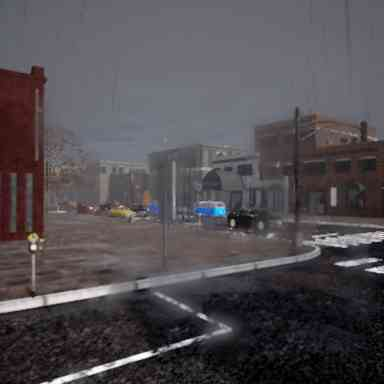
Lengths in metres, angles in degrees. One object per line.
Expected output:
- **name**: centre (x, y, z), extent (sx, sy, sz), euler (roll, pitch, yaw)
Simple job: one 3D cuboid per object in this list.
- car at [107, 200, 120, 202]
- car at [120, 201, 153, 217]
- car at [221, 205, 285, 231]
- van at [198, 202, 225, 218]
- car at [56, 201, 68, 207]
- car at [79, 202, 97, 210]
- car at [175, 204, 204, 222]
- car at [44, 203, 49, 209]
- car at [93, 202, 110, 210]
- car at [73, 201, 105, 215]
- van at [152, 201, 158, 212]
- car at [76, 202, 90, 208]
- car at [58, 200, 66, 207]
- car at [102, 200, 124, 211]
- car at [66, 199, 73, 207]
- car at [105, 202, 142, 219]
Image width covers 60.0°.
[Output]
- **car**: centre (-13.997, 2.484, 55.979), extent (1.882, 1.535, 5.008), euler (0, -1, -36)
- **car**: centre (-7.083, 2.272, 41.114), extent (1.837, 1.490, 4.892), euler (0, -1, -36)
- **car**: centre (4.683, 1.991, 24.995), extent (1.837, 1.490, 4.892), euler (0, -1, -36)
- **van**: centre (2.107, 2.023, 38.313), extent (1.690, 1.788, 3.998), euler (-1, 0, -36)
- **car**: centre (-34.624, 3.113, 88.572), extent (2.008, 1.369, 4.403), euler (-1, 0, -36)
- **car**: centre (-20.145, 2.718, 64.392), extent (1.994, 1.385, 4.181), euler (0, -1, -36)
- **car**: centre (-1.147, 2.190, 32.991), extent (1.994, 1.385, 4.181), euler (0, -1, -35)
- **car**: centre (-31.270, 2.812, 69.837), extent (1.752, 1.417, 4.829), euler (-1, 0, -36)
- **car**: centre (-17.925, 2.743, 65.726), extent (1.802, 1.307, 4.206), euler (-1, 0, -36)
- **car**: centre (-14.676, 2.204, 47.130), extent (2.192, 1.841, 5.009), euler (-1, 0, -36)
- **van**: centre (-4.571, 2.182, 47.450), extent (1.690, 1.788, 3.998), euler (-1, 0, -36)
- **car**: centre (-24.605, 2.903, 74.864), extent (1.802, 1.307, 4.206), euler (-1, 0, -36)
- **car**: centre (-31.288, 2.797, 84.004), extent (2.192, 1.841, 5.009), euler (-1, 0, -36)
- **car**: centre (-14.591, 2.396, 61.159), extent (2.192, 1.841, 5.009), euler (-1, 0, -36)
- **car**: centre (-28.045, 2.929, 79.571), extent (1.752, 1.417, 4.829), euler (-1, 0, -36)
- **car**: centre (-7.893, 2.252, 37.854), extent (1.752, 1.417, 4.829), euler (-1, 0, -36)
